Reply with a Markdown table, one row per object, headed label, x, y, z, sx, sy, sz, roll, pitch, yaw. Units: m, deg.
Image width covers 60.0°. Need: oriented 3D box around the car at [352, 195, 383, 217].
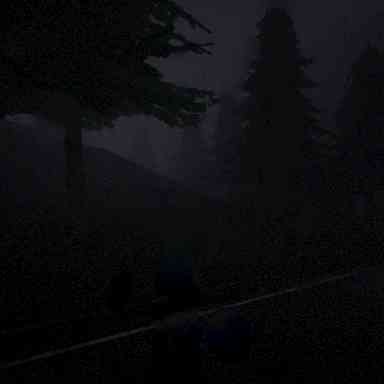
| label | x | y | z | sx | sy | sz | roll | pitch | yaw |
| --- | --- | --- | --- | --- | --- | --- | --- | --- | --- |
| car | 16.492 | 1.238 | 28.149 | 2.150 | 2.045 | 5.566 | 0 | 0 | -36 |
